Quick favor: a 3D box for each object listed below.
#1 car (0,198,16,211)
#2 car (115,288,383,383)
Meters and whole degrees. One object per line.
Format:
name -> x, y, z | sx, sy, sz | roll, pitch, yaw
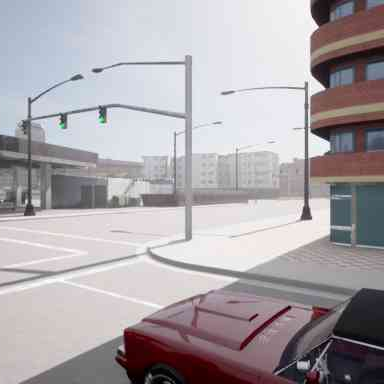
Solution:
car -> -22.337, 1.456, 38.835 | 3.806, 1.475, 1.970 | 0, 0, 36
car -> 1.528, 1.601, 2.884 | 4.718, 1.301, 1.895 | 0, 0, 36
